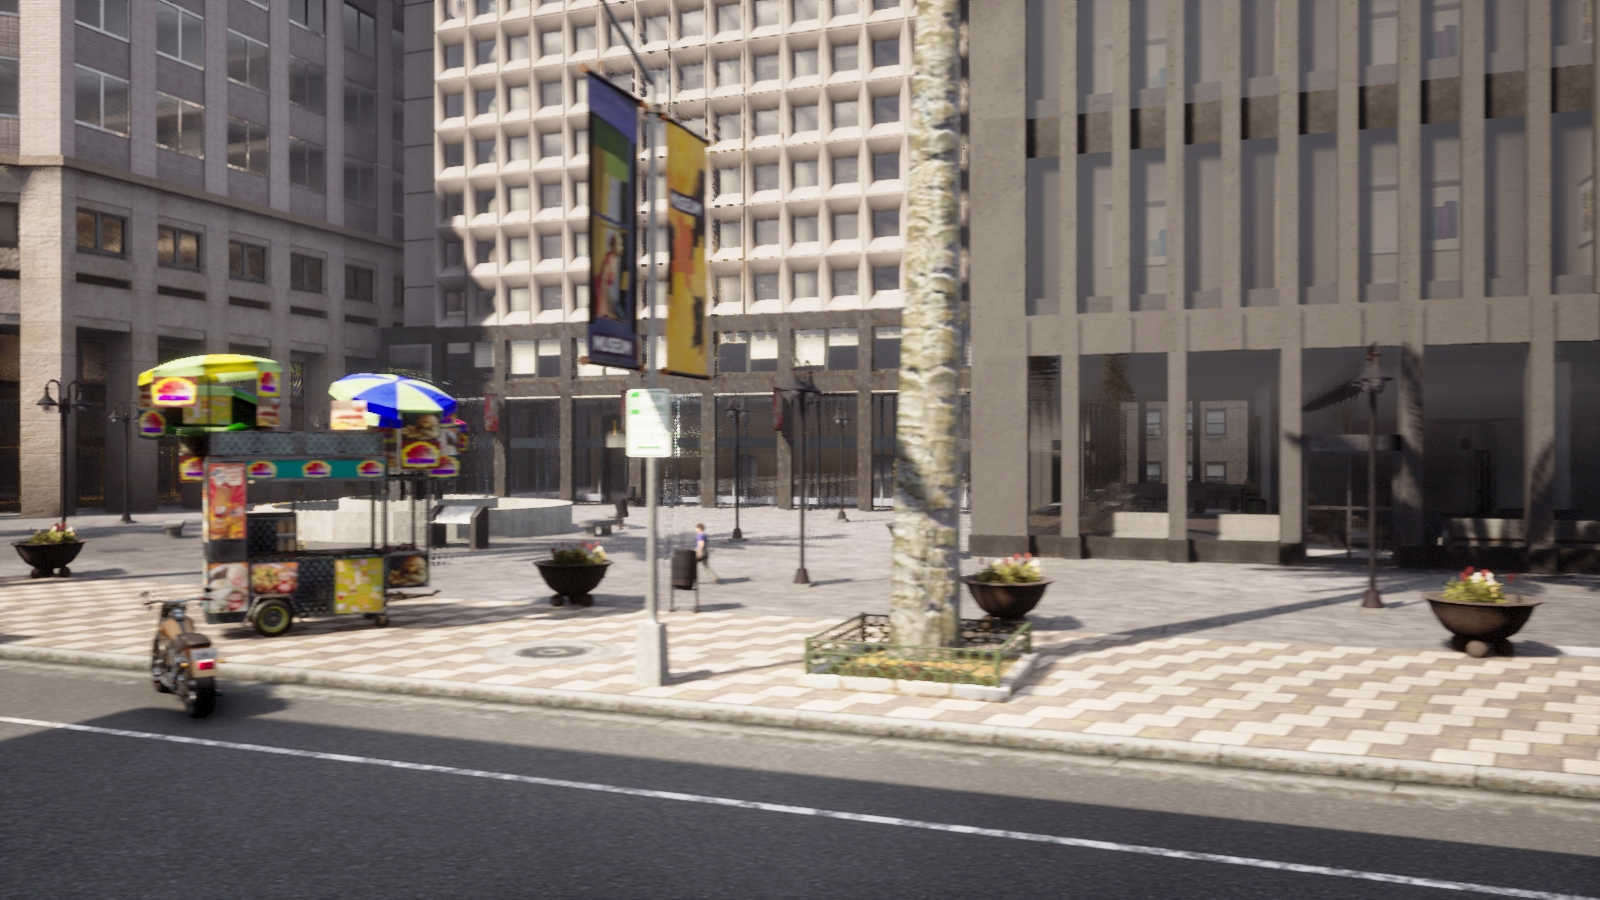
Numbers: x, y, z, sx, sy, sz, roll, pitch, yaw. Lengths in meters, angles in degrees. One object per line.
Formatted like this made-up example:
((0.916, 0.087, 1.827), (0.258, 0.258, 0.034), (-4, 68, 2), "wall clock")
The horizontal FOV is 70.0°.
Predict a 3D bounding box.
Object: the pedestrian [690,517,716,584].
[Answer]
((-1.923, 1.989, 22.681), (0.375, 1.300, 0.375), (0, 0, 33), "pedestrian")
